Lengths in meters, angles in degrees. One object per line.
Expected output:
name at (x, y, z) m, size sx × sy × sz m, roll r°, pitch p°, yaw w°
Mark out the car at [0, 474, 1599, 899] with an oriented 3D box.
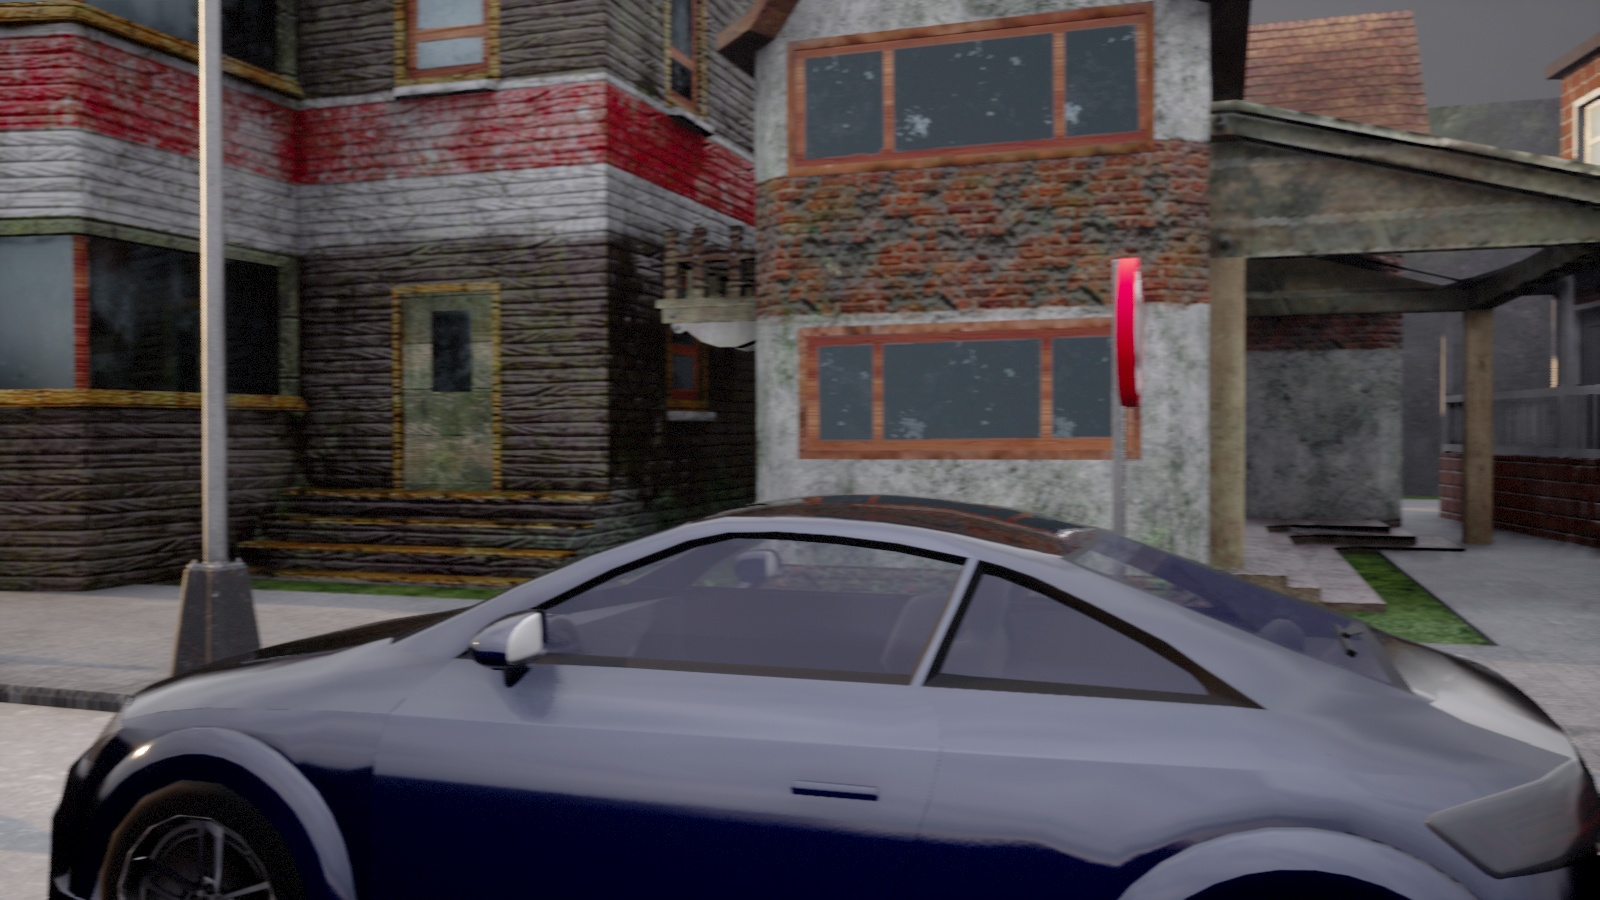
car at (-0.203, 0.829, 3.790) m, size 4.181 × 1.385 × 1.994 m, roll 1°, pitch 1°, yaw 19°
